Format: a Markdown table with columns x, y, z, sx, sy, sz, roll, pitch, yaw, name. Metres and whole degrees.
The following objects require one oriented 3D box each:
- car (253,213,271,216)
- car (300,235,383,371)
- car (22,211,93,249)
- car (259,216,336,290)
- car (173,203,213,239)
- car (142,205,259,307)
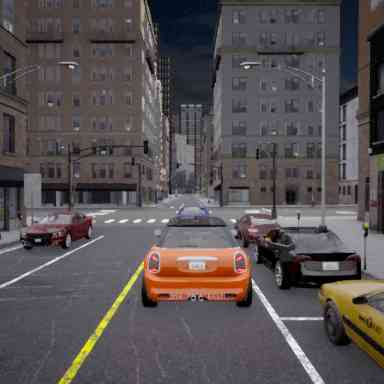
| x | y | z | sx | sy | sz | roll | pitch | yaw | name |
| --- | --- | --- | --- | --- | --- | --- | --- | --- | --- |
| 2.858 | 1.578 | 14.529 | 1.802 | 1.307 | 4.206 | -1 | 0 | 0 | car |
| 2.864 | 1.524 | 3.527 | 1.752 | 1.417 | 4.829 | -1 | 0 | 0 | car |
| -5.687 | 1.541 | 14.521 | 1.887 | 1.381 | 4.507 | -1 | 0 | 0 | car |
| 2.861 | 1.563 | 8.943 | 1.947 | 1.339 | 4.313 | -1 | 0 | 0 | car |
| 0.090 | 1.472 | 18.426 | 1.882 | 1.535 | 5.008 | 0 | 0 | 1 | car |
| 0.092 | 1.350 | 8.138 | 2.097 | 1.767 | 4.553 | 0 | 0 | 0 | car |
